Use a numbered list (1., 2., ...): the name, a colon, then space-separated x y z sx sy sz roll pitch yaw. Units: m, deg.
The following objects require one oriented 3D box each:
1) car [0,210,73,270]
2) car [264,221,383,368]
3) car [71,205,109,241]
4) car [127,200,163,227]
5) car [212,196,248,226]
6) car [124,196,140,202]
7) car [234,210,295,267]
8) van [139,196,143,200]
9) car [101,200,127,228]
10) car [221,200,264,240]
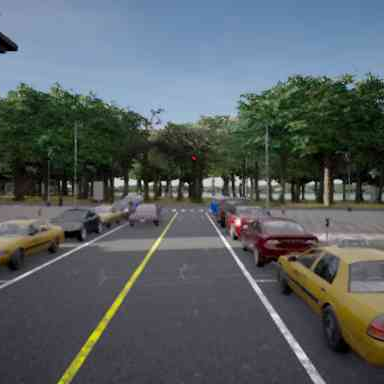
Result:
1. car: -5.779 1.519 11.008 1.752 1.417 4.829 0 0 0
2. car: 2.752 1.505 5.919 1.752 1.417 4.829 0 0 0
3. car: -5.785 1.549 16.615 1.947 1.339 4.313 0 0 0
4. car: -3.026 1.489 22.640 1.812 1.442 4.674 0 0 0
5. car: 2.733 1.263 22.062 2.192 1.841 5.009 0 0 0
6. car: -5.797 1.403 27.490 1.967 1.590 4.097 0 0 0
7. car: 2.746 1.514 11.187 1.887 1.381 4.507 0 0 0
8. van: -5.803 1.295 32.928 1.690 1.788 3.998 0 0 0
9. car: -5.791 1.499 21.883 1.752 1.417 4.829 0 0 0
10. car: 2.740 1.399 16.624 1.967 1.590 4.097 0 0 0
